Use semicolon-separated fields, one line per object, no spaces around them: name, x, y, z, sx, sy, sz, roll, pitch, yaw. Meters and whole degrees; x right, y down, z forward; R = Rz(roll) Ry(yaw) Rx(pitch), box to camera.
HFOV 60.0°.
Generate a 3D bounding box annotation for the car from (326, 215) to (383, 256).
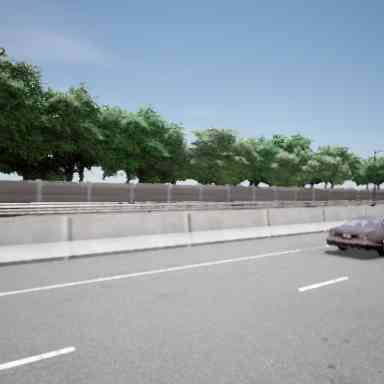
car;7.732;1.676;13.688;5.357;1.411;2.033;1;0;-35
